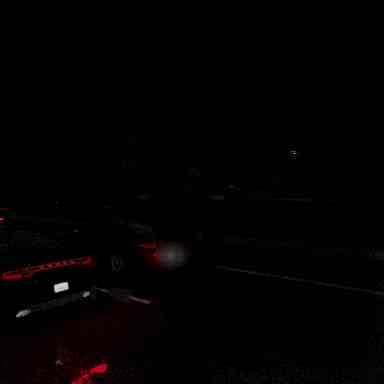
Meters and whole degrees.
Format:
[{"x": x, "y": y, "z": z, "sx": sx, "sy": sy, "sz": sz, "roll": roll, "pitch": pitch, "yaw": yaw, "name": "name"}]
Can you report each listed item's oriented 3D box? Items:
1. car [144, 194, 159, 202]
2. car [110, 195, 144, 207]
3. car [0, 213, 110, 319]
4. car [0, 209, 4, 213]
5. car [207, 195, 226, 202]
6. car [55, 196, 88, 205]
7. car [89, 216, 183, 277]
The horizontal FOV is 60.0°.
[{"x": -8.499, "y": 1.082, "z": 63.758, "sx": 1.882, "sy": 1.535, "sz": 5.008, "roll": 1, "pitch": 0, "yaw": 37, "name": "car"}, {"x": -9.121, "y": 1.261, "z": 45.212, "sx": 1.994, "sy": 1.385, "sz": 4.181, "roll": 1, "pitch": 0, "yaw": 36, "name": "car"}, {"x": -4.188, "y": 1.411, "z": 6.975, "sx": 5.008, "sy": 1.535, "sz": 1.882, "roll": 1, "pitch": 0, "yaw": 36, "name": "car"}, {"x": -10.367, "y": 1.347, "z": 15.676, "sx": 4.892, "sy": 1.490, "sz": 1.837, "roll": 1, "pitch": 0, "yaw": 36, "name": "car"}, {"x": 4.755, "y": 1.226, "z": 64.073, "sx": 1.812, "sy": 1.442, "sz": 4.674, "roll": 1, "pitch": 0, "yaw": 37, "name": "car"}, {"x": -18.252, "y": 1.203, "z": 50.505, "sx": 1.895, "sy": 1.301, "sz": 4.718, "roll": 1, "pitch": 0, "yaw": 36, "name": "car"}, {"x": -2.407, "y": 1.456, "z": 9.995, "sx": 4.674, "sy": 1.442, "sz": 1.812, "roll": 1, "pitch": 0, "yaw": 36, "name": "car"}]
